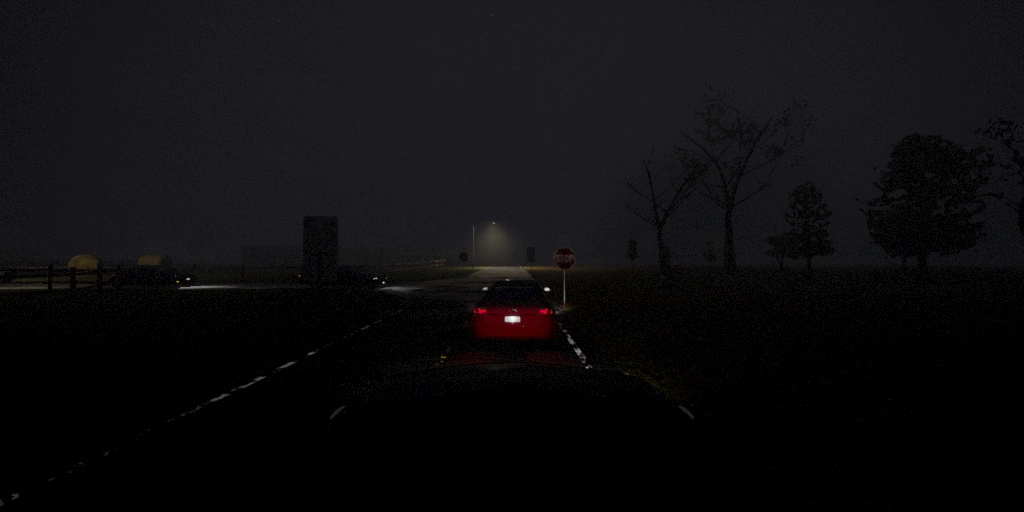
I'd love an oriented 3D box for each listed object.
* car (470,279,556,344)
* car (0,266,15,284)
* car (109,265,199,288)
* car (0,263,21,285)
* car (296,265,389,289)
[{"bbox_3d":[0.099,1.316,9.638,1.994,1.385,4.181,0,0,3],"label":"car"},{"bbox_3d":[-35.312,0.918,22.195,5.566,2.045,2.150,0,-1,-3],"label":"car"},{"bbox_3d":[-22.527,1.278,22.682,4.181,1.385,1.994,0,-1,-2],"label":"car"},{"bbox_3d":[-38.053,1.248,24.993,4.892,1.490,1.837,0,-1,-3],"label":"car"},{"bbox_3d":[-10.582,1.266,22.515,5.357,1.411,2.033,0,-1,7],"label":"car"}]
